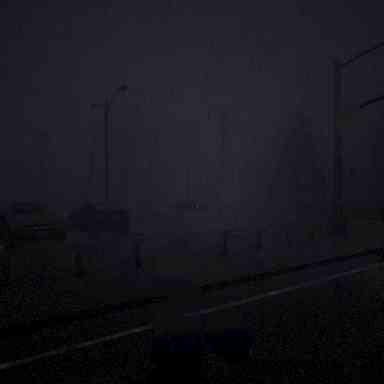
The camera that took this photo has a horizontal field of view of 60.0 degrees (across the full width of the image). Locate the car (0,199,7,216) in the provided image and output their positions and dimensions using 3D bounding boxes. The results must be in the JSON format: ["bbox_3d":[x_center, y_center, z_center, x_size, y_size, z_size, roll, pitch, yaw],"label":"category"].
[{"bbox_3d":[-18.004,1.370,29.849,1.970,1.475,3.806,0,0,-36],"label":"car"}]

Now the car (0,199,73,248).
[{"bbox_3d":[-7.193,1.317,14.632,2.152,1.636,5.027,0,0,-36],"label":"car"}]

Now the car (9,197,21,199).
[{"bbox_3d":[-19.933,1.345,37.610,1.845,1.501,3.633,0,0,-36],"label":"car"}]

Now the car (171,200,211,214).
[{"bbox_3d":[-0.189,1.503,34.190,1.895,1.301,4.718,0,0,-36],"label":"car"}]

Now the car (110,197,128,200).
[{"bbox_3d":[-10.654,1.462,48.542,1.837,1.490,4.892,0,0,-36],"label":"car"}]

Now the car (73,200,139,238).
[{"bbox_3d":[-4.681,1.311,16.511,2.007,1.523,4.514,0,0,-36],"label":"car"}]

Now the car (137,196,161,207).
[{"bbox_3d":[-6.422,1.362,48.749,1.882,1.535,5.008,0,0,-36],"label":"car"}]
